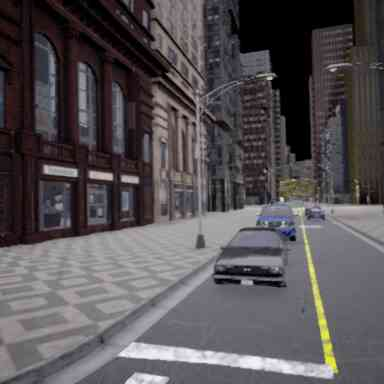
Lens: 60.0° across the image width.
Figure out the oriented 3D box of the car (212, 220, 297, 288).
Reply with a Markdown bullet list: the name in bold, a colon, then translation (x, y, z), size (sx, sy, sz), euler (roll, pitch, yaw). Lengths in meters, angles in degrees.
- **car**: translation (2.120, 1.857, 10.540), size (2.033, 1.411, 5.357), euler (-2, -2, 18)

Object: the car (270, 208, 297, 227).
- **car**: translation (8.521, 2.307, 30.573), size (2.128, 1.511, 4.902), euler (-2, -2, 18)

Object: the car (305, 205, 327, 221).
- **car**: translation (14.176, 2.456, 37.987), size (1.812, 1.442, 4.674), euler (-2, -2, 18)

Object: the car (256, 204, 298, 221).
- **car**: translation (5.239, 1.779, 20.340), size (2.150, 2.045, 5.566), euler (-2, -2, 18)
